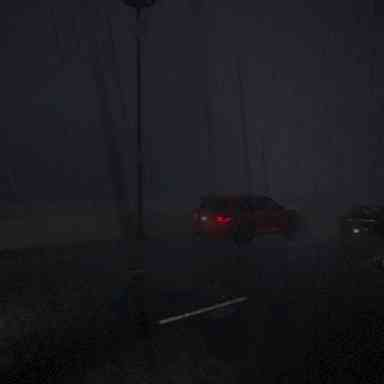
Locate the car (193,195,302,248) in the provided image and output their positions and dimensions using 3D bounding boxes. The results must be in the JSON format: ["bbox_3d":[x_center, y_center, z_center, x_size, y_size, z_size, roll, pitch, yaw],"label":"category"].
[{"bbox_3d":[2.587,1.143,14.774,5.566,2.045,2.150,-1,0,-39],"label":"car"}]

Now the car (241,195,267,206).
[{"bbox_3d":[9.573,1.247,51.122,1.812,1.442,4.674,0,1,41],"label":"car"}]

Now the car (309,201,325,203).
[{"bbox_3d":[17.130,0.917,43.804,2.150,2.045,5.566,0,0,41],"label":"car"}]

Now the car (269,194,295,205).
[{"bbox_3d":[13.814,1.169,50.712,1.882,1.535,5.008,0,0,40],"label":"car"}]

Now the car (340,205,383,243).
[{"bbox_3d":[8.612,1.366,15.319,4.902,1.511,2.128,-1,0,-41],"label":"car"}]

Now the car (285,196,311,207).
[{"bbox_3d":[14.984,1.264,46.692,1.994,1.385,4.181,0,0,41],"label":"car"}]
